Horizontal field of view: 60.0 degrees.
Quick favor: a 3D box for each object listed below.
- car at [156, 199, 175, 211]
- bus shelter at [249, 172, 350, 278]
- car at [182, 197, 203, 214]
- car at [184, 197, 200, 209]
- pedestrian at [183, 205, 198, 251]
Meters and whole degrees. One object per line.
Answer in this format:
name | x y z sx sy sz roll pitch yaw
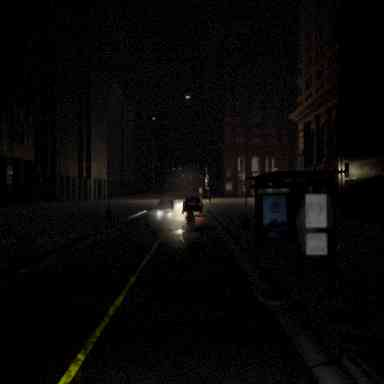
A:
car | -3.130 1.490 39.857 1.994 1.385 4.181 0 0 0
bus shelter | 3.114 0.862 10.547 1.920 2.740 3.880 0 0 0
car | 0.064 1.290 35.088 2.097 1.767 4.553 0 0 0
car | 0.030 1.476 45.601 1.994 1.385 4.181 0 0 0
pedestrian | -0.095 1.276 12.534 0.375 1.860 0.375 1 0 -10
